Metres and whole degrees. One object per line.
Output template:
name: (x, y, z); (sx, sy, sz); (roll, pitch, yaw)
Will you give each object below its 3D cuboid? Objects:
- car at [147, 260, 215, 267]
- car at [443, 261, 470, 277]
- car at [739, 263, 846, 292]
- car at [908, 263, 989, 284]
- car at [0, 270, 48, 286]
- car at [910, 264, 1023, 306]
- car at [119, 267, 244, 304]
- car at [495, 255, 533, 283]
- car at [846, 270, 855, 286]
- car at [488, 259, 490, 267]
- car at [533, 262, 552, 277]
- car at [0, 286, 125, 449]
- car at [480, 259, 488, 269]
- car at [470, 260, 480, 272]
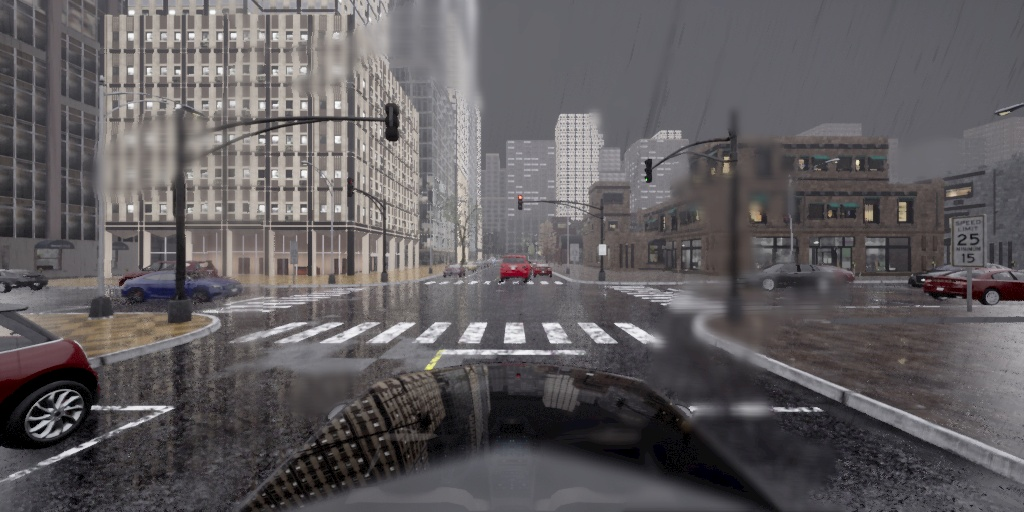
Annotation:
car: (-21.019, 1.204, 22.165); (5.009, 1.841, 2.192); (0, 0, -1)
car: (-5.522, 1.342, 34.748); (1.802, 1.307, 4.207); (0, 0, 0)
car: (15.143, 1.148, 19.934); (4.892, 1.490, 1.837); (0, 0, -1)
car: (24.946, 1.142, 20.039); (4.181, 1.385, 1.994); (0, 0, -1)
car: (-31.429, 1.509, 22.062); (4.403, 1.370, 2.007); (0, 0, -1)
car: (19.136, 1.153, 14.181); (4.507, 1.381, 1.888); (0, 0, -1)
car: (-15.005, 1.367, 16.435); (4.674, 1.442, 1.812); (0, 0, -1)
car: (0.300, 0.978, 28.440); (2.150, 2.045, 5.566); (1, 0, 5)
car: (19.053, 1.203, 22.561); (4.207, 1.307, 1.802); (0, 0, -1)
car: (-5.378, 1.347, 62.451); (1.948, 1.339, 4.313); (0, 0, 0)
car: (2.859, 1.305, 34.704); (1.888, 1.381, 4.507); (0, 0, 0)
car: (-5.691, 1.190, 2.281); (1.967, 1.591, 4.097); (0, 0, 0)
car: (-5.406, 1.327, 56.911); (2.007, 1.370, 4.403); (0, 0, 0)
car: (-5.466, 1.293, 45.659); (1.751, 1.417, 4.829); (0, 0, 0)
